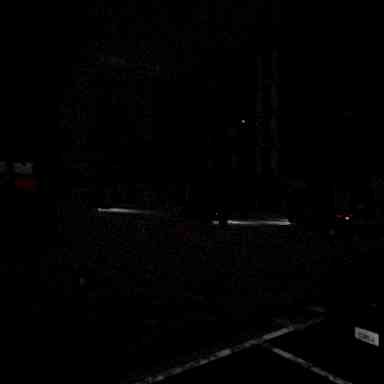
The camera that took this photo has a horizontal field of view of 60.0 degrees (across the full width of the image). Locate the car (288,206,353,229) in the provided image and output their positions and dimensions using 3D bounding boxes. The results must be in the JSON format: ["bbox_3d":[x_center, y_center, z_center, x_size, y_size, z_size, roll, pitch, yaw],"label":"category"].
[{"bbox_3d":[8.683,1.640,22.723,1.994,1.385,4.181,0,0,-36],"label":"car"}]

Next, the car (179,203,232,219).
[{"bbox_3d":[0.995,1.650,28.412,2.033,1.411,5.357,0,0,-36],"label":"car"}]

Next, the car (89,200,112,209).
[{"bbox_3d":[-13.354,1.776,48.673,1.895,1.301,4.718,0,0,-35],"label":"car"}]

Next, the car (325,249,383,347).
[{"bbox_3d":[4.135,1.583,5.767,4.313,1.339,1.947,0,0,-36],"label":"car"}]
